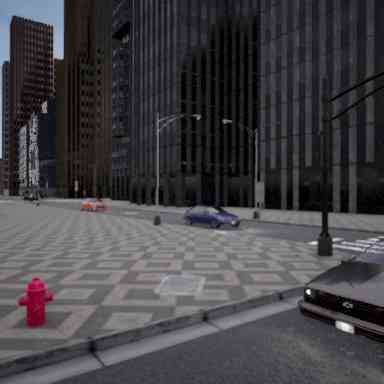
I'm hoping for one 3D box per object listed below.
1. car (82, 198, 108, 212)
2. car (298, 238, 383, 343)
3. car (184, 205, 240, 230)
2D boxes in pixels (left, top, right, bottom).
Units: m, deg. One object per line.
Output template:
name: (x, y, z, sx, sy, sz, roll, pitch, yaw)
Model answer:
car: (-12.024, 1.523, 41.169, 2.097, 1.767, 4.553, 0, 0, -35)
car: (4.388, 1.581, 6.365, 5.357, 1.411, 2.033, 0, 0, -35)
car: (1.208, 1.632, 22.463, 1.812, 1.442, 4.674, 0, 0, -35)
